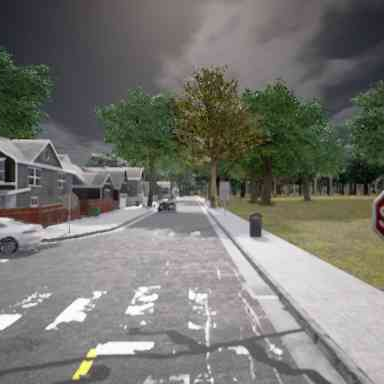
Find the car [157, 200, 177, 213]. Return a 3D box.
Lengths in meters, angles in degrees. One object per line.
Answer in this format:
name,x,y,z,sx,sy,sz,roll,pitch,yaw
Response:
car,-2.785,1.607,37.814,1.994,1.385,4.181,0,0,0

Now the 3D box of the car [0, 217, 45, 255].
car,-8.519,1.765,13.513,4.674,1.442,1.812,-2,1,-9
